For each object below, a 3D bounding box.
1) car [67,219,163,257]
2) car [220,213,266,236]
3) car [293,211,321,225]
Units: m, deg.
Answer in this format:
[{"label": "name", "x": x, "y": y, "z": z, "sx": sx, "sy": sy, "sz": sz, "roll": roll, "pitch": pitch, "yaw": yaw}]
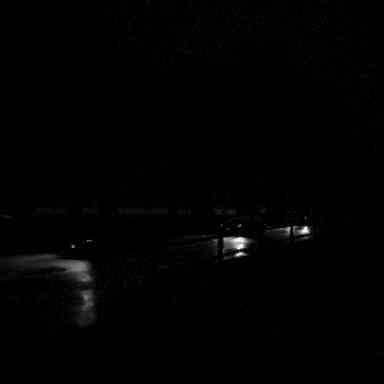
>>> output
[{"label": "car", "x": -3.349, "y": 2.005, "z": 15.350, "sx": 1.812, "sy": 1.442, "sz": 4.674, "roll": 0, "pitch": -2, "yaw": 40}, {"label": "car", "x": 3.880, "y": 2.311, "z": 24.427, "sx": 1.812, "sy": 1.442, "sz": 4.674, "roll": 0, "pitch": -1, "yaw": 38}, {"label": "car", "x": 11.776, "y": 2.652, "z": 34.567, "sx": 1.895, "sy": 1.301, "sz": 4.718, "roll": 0, "pitch": -1, "yaw": 37}]
